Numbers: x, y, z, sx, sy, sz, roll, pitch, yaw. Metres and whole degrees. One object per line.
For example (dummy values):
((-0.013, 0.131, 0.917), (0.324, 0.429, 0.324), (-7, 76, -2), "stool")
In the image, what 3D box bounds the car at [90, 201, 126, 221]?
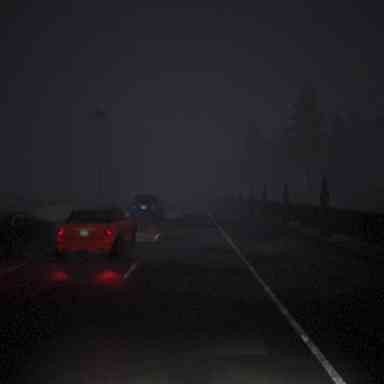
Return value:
((-6.973, 1.561, 28.138), (1.994, 1.385, 4.181), (0, 0, 0), "car")

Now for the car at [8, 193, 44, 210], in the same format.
((-21.492, 1.217, 43.344), (2.150, 2.045, 5.566), (0, 0, -4), "car")

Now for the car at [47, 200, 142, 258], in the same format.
((-3.465, 1.350, 12.861), (2.097, 1.767, 4.553), (0, 0, 0), "car")

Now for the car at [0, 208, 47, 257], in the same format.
((-6.964, 1.490, 12.940), (2.128, 1.511, 4.902), (0, 0, 0), "car")

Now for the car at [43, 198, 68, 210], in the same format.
((-18.127, 1.520, 44.314), (1.812, 1.442, 4.674), (0, 0, -6), "car")

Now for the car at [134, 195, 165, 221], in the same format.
((-3.484, 1.220, 26.771), (2.150, 2.045, 5.566), (0, 0, 0), "car")

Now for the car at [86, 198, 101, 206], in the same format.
((-15.983, 1.594, 54.144), (1.895, 1.301, 4.718), (0, 0, -11), "car")
